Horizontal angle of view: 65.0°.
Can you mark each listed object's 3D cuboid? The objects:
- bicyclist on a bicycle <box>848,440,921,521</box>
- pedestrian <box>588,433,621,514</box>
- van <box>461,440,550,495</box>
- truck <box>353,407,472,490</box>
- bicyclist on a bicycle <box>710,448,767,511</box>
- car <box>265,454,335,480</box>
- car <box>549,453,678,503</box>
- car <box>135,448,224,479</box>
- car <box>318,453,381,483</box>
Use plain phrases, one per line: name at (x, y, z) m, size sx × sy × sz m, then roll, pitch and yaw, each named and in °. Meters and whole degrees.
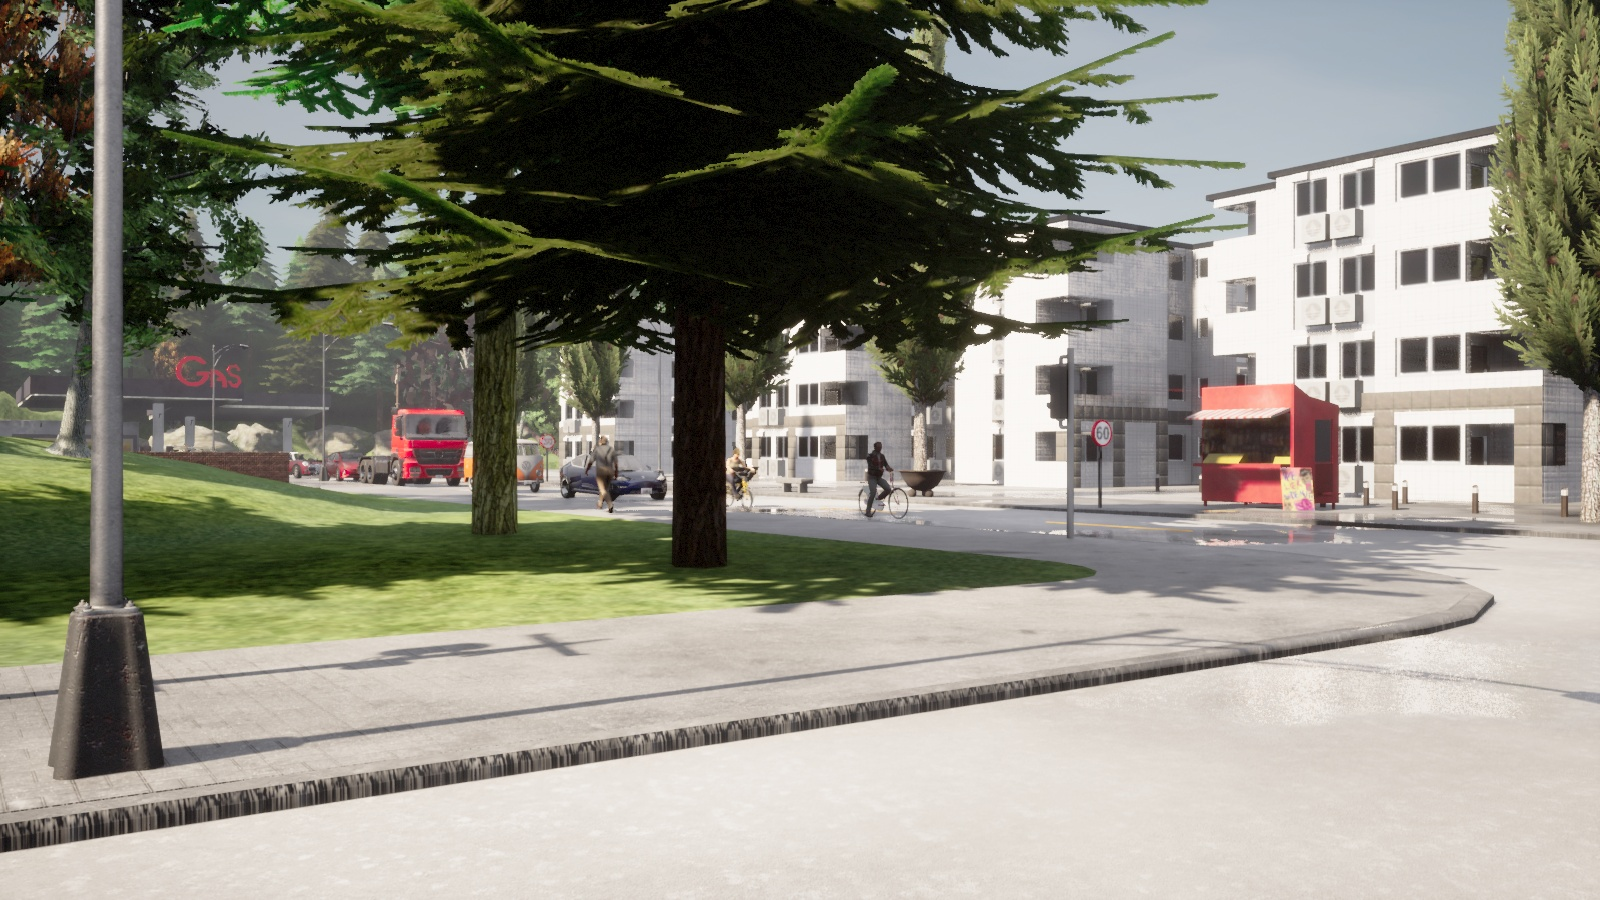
bicyclist on a bicycle at (1.906, 0.681, 28.688) m, size 0.659 × 1.776 × 1.843 m, roll 0°, pitch 0°, yaw -34°
pedestrian at (-4.531, 0.535, 29.081) m, size 0.540 × 1.848 × 0.694 m, roll 0°, pitch 0°, yaw -31°
van at (-11.201, 0.638, 47.506) m, size 1.775 × 1.987 × 4.442 m, roll 0°, pitch 0°, yaw -35°
truck at (-17.609, -0.061, 56.731) m, size 2.891 × 3.462 × 7.936 m, roll 0°, pitch 0°, yaw -35°
bicyclist on a bicycle at (-1.660, 0.769, 33.789) m, size 0.866 × 1.612 × 1.509 m, roll 0°, pitch 1°, yaw -34°
car at (-28.525, 0.947, 71.576) m, size 3.806 × 1.475 × 1.970 m, roll 0°, pitch 0°, yaw 36°
car at (-6.035, 0.855, 40.067) m, size 2.163 × 1.488 × 4.792 m, roll 0°, pitch 0°, yaw -35°
car at (-38.124, 0.833, 77.249) m, size 4.605 × 1.855 × 1.932 m, roll 0°, pitch -1°, yaw -15°
car at (-23.367, 0.900, 65.050) m, size 2.007 × 1.525 × 4.514 m, roll 0°, pitch 0°, yaw -35°
